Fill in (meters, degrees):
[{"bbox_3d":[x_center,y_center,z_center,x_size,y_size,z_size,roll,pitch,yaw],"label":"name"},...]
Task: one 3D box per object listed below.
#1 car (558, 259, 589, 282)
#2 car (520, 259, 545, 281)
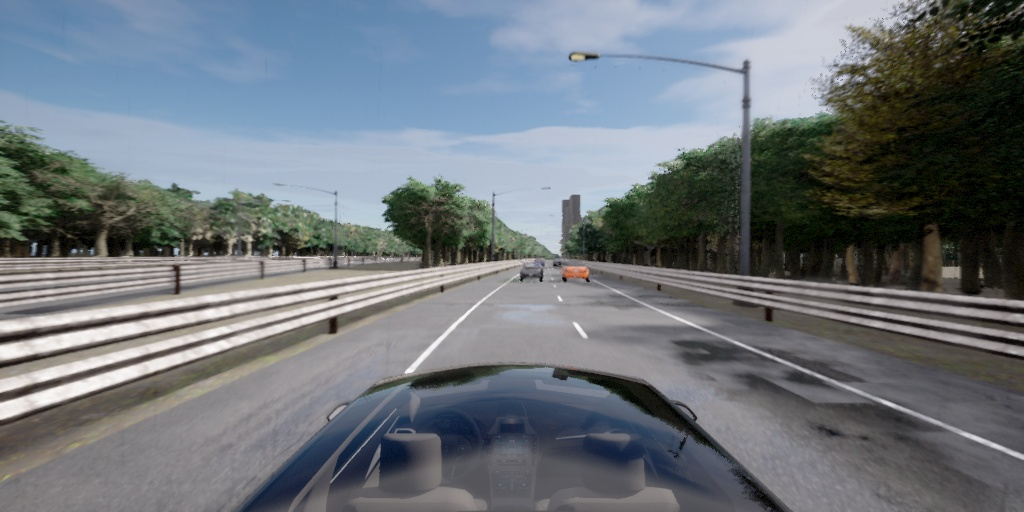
[{"bbox_3d":[5.216,1.166,30.143,2.097,1.767,4.553,1,0,5],"label":"car"},{"bbox_3d":[1.700,1.272,30.074,2.128,1.511,4.902,1,0,6],"label":"car"}]
